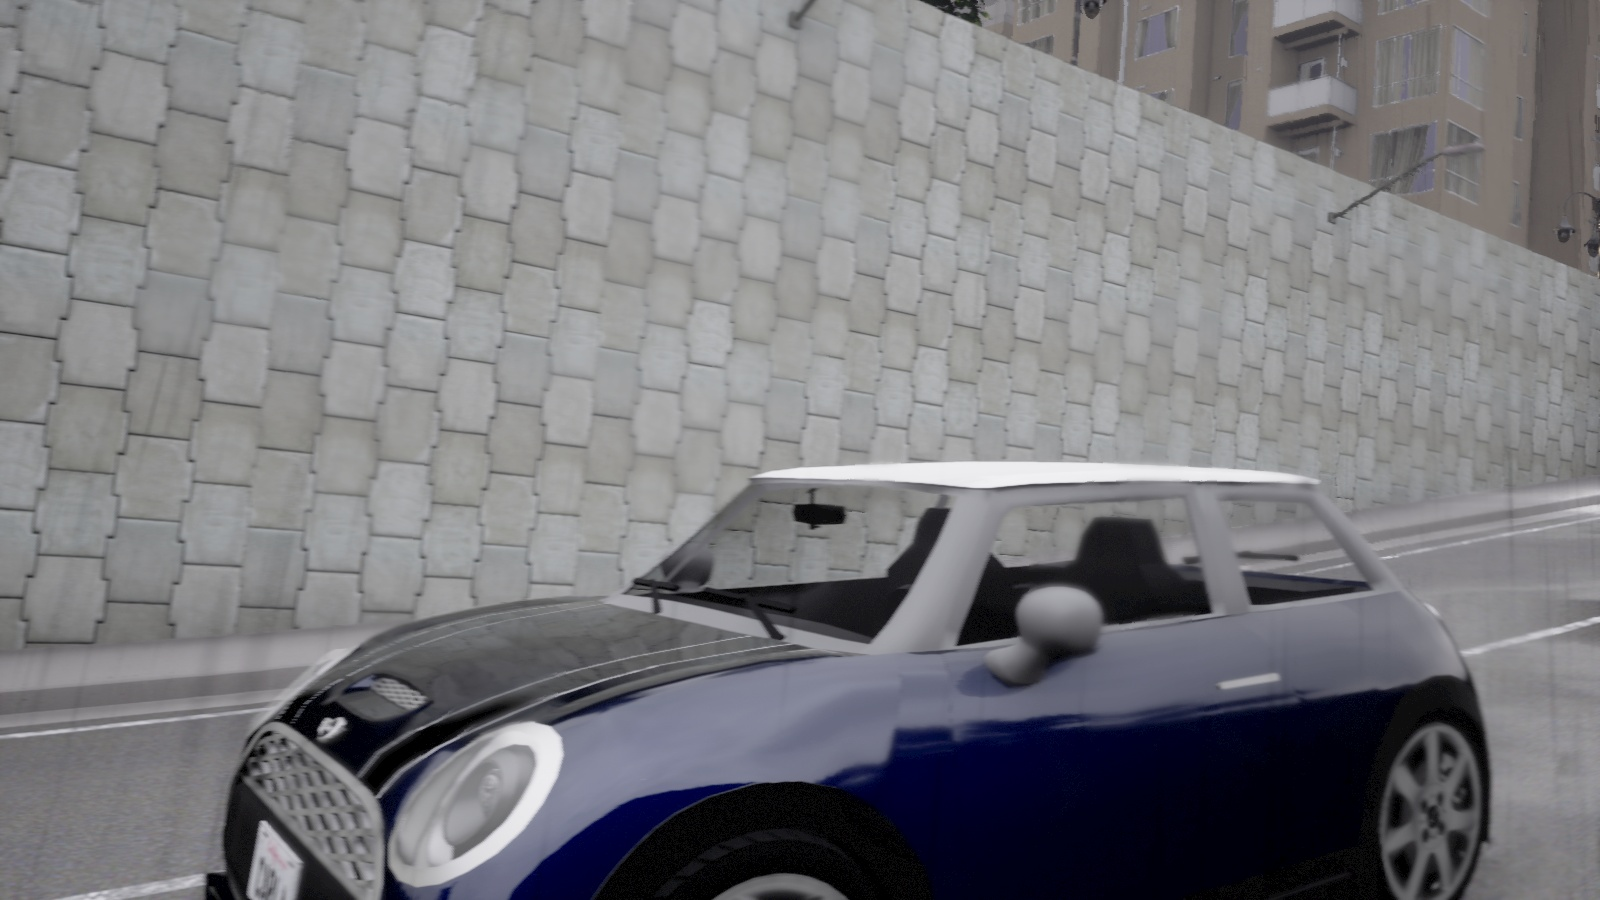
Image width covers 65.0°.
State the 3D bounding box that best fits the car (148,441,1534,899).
[{"bbox_3d":[0.274,0.734,3.840,3.806,1.475,1.970,0,0,-35],"label":"car"}]
